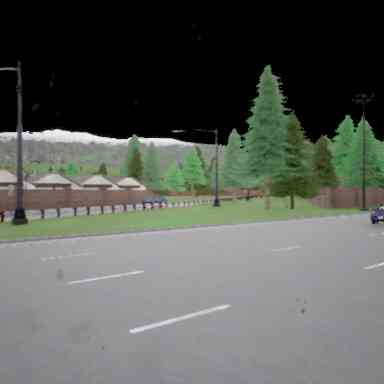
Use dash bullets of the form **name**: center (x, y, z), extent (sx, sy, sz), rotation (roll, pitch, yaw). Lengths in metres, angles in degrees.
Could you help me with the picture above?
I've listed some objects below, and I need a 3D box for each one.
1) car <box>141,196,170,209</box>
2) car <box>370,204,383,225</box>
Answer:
- **car**: center (-4.789, 1.264, 44.402), extent (2.097, 1.767, 4.553), rotation (0, 0, 26)
- **car**: center (13.626, 1.431, 22.069), extent (4.674, 1.442, 1.812), rotation (0, 0, -36)
